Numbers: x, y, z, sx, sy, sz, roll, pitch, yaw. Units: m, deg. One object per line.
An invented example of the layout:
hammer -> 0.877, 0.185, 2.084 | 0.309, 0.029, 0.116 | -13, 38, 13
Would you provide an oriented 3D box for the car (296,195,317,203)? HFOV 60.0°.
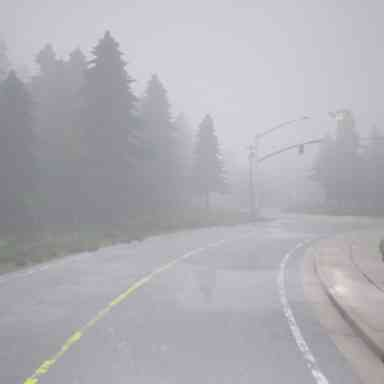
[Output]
car -> 25.103, 1.725, 72.886 | 5.566, 2.045, 2.150 | 1, -1, -37
